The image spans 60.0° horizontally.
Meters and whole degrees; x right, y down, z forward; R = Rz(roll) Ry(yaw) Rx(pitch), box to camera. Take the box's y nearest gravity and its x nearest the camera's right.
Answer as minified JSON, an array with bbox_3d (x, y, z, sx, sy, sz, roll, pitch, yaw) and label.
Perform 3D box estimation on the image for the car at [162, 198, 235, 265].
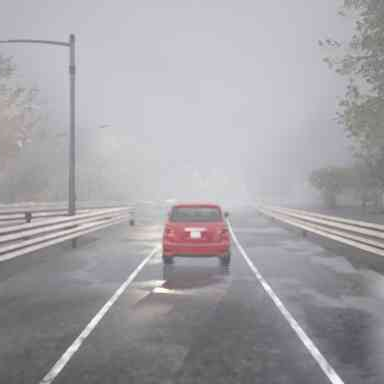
[{"bbox_3d":[0.223,1.332,12.281,2.150,2.045,5.566,0,0,3],"label":"car"}]
